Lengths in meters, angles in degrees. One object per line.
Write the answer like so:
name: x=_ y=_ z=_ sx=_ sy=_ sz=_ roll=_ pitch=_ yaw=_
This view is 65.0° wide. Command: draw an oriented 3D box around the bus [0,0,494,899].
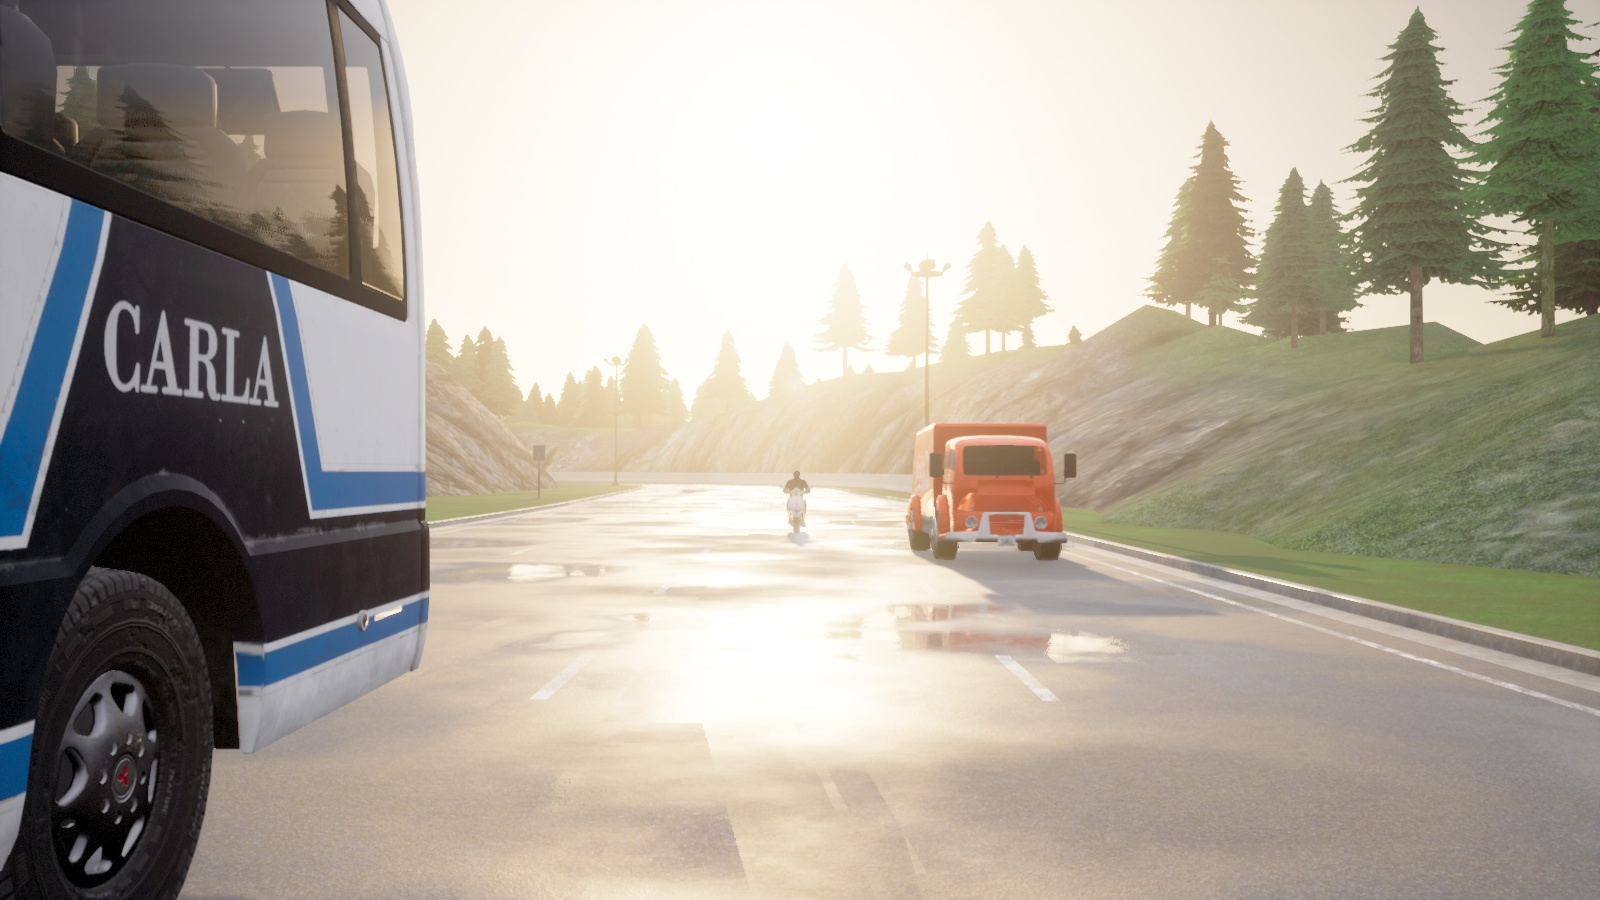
bus: x=-3.510 y=-0.528 z=1.194 sx=3.944 sy=4.253 sz=10.273 roll=0 pitch=-1 yaw=0

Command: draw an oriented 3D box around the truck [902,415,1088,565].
truck: x=3.439 y=0.701 z=23.404 sx=2.627 sy=2.467 sz=5.204 roll=0 pitch=-1 yaw=0

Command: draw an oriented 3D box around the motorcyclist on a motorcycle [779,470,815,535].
motorcyclist on a motorcycle: x=-0.080 y=1.289 z=31.477 sx=0.866 sy=1.590 sz=1.817 roll=0 pitch=-1 yaw=0
